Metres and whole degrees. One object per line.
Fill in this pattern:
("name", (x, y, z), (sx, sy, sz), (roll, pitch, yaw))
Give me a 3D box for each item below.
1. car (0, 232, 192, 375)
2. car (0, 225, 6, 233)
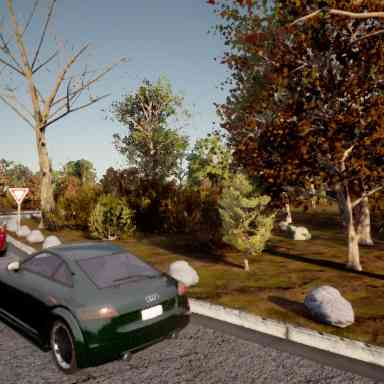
("car", (-2.007, 1.572, 5.737), (4.181, 1.385, 1.994), (0, 0, 42))
("car", (-8.554, 1.449, 12.564), (2.097, 1.767, 4.553), (0, 0, -41))
